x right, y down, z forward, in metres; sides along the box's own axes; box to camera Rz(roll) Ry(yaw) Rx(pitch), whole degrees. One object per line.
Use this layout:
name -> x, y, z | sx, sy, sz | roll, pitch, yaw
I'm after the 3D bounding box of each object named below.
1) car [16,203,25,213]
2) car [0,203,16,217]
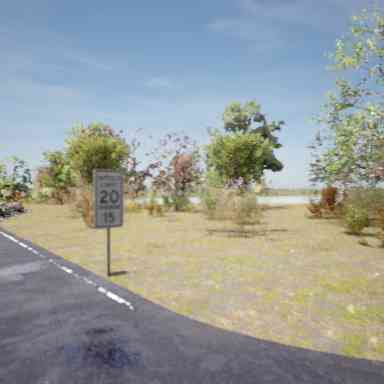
car -> -25.854, 2.349, 48.860 | 1.812, 1.442, 4.674 | 0, -1, -20
car -> -22.619, 2.034, 39.157 | 2.097, 1.767, 4.553 | 0, -1, -19
